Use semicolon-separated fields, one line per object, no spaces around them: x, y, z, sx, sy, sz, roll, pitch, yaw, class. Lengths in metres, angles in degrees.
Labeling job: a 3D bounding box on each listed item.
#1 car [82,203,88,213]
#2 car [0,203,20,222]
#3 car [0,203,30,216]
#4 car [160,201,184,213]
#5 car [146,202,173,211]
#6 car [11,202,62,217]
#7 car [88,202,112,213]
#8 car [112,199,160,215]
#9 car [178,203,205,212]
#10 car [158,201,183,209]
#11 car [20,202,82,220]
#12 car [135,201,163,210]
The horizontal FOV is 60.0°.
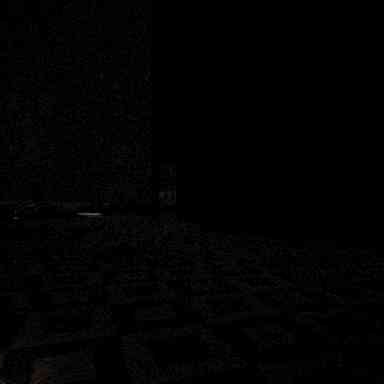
-13.532;2.015;44.904;1.887;1.381;4.507;-1;-2;35;car
-16.416;1.774;26.162;1.947;1.339;4.313;-1;-2;35;car
-20.080;1.841;35.711;2.008;1.369;4.403;-1;-1;35;car
-3.319;2.113;44.548;1.887;1.381;4.507;-1;-2;35;car
-5.030;2.216;52.150;1.994;1.385;4.181;0;-1;37;car
-16.666;1.851;35.897;1.812;1.442;4.674;0;-1;36;car
-10.884;2.011;43.995;1.812;1.442;4.674;0;-1;35;car
-6.594;1.790;39.958;2.192;1.841;5.009;-1;-2;35;car
-0.040;2.245;49.149;1.802;1.307;4.206;-1;-2;36;car
-3.709;2.304;58.692;2.008;1.369;4.403;-1;-2;35;car
-13.044;1.823;30.897;1.752;1.417;4.829;-1;-2;35;car
-6.983;2.208;54.096;2.008;1.369;4.403;-1;-2;35;car
